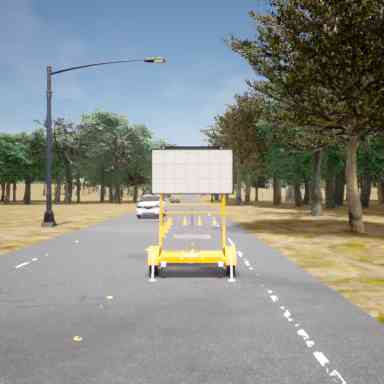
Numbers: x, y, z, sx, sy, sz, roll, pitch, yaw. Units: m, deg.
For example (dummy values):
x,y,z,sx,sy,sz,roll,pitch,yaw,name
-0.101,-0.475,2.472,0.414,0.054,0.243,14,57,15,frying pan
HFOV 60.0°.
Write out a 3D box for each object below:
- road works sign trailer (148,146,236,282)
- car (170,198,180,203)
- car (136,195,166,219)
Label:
x,y,z,sx,sy,sz,roll,pitch,yaw,name
0.008,0.468,9.784,2.380,3.560,2.880,0,0,0,road works sign trailer
-3.497,1.916,70.338,1.994,1.385,4.181,0,-1,0,car
-3.598,1.252,29.919,2.150,2.045,5.566,0,0,0,car
